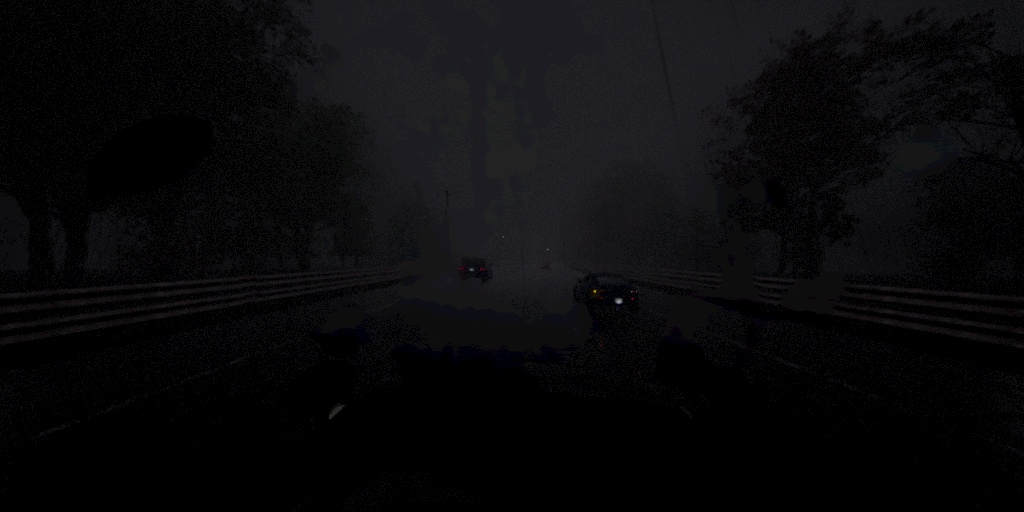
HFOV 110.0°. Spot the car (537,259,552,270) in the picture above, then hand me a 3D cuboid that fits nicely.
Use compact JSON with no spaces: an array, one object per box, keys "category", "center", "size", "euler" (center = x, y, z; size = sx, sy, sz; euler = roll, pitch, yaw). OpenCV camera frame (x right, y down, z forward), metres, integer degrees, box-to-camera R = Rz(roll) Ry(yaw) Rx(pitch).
[{"category":"car","center":[5.777,1.714,61.946],"size":[2.033,1.411,5.357],"euler":[0,0,4]}]

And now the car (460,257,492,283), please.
[{"category":"car","center":[-2.925,1.142,29.963],"size":[2.150,2.045,5.566],"euler":[0,0,2]}]

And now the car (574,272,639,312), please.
[{"category":"car","center":[3.699,1.366,14.587],"size":[1.812,1.442,4.674],"euler":[0,0,1]}]
